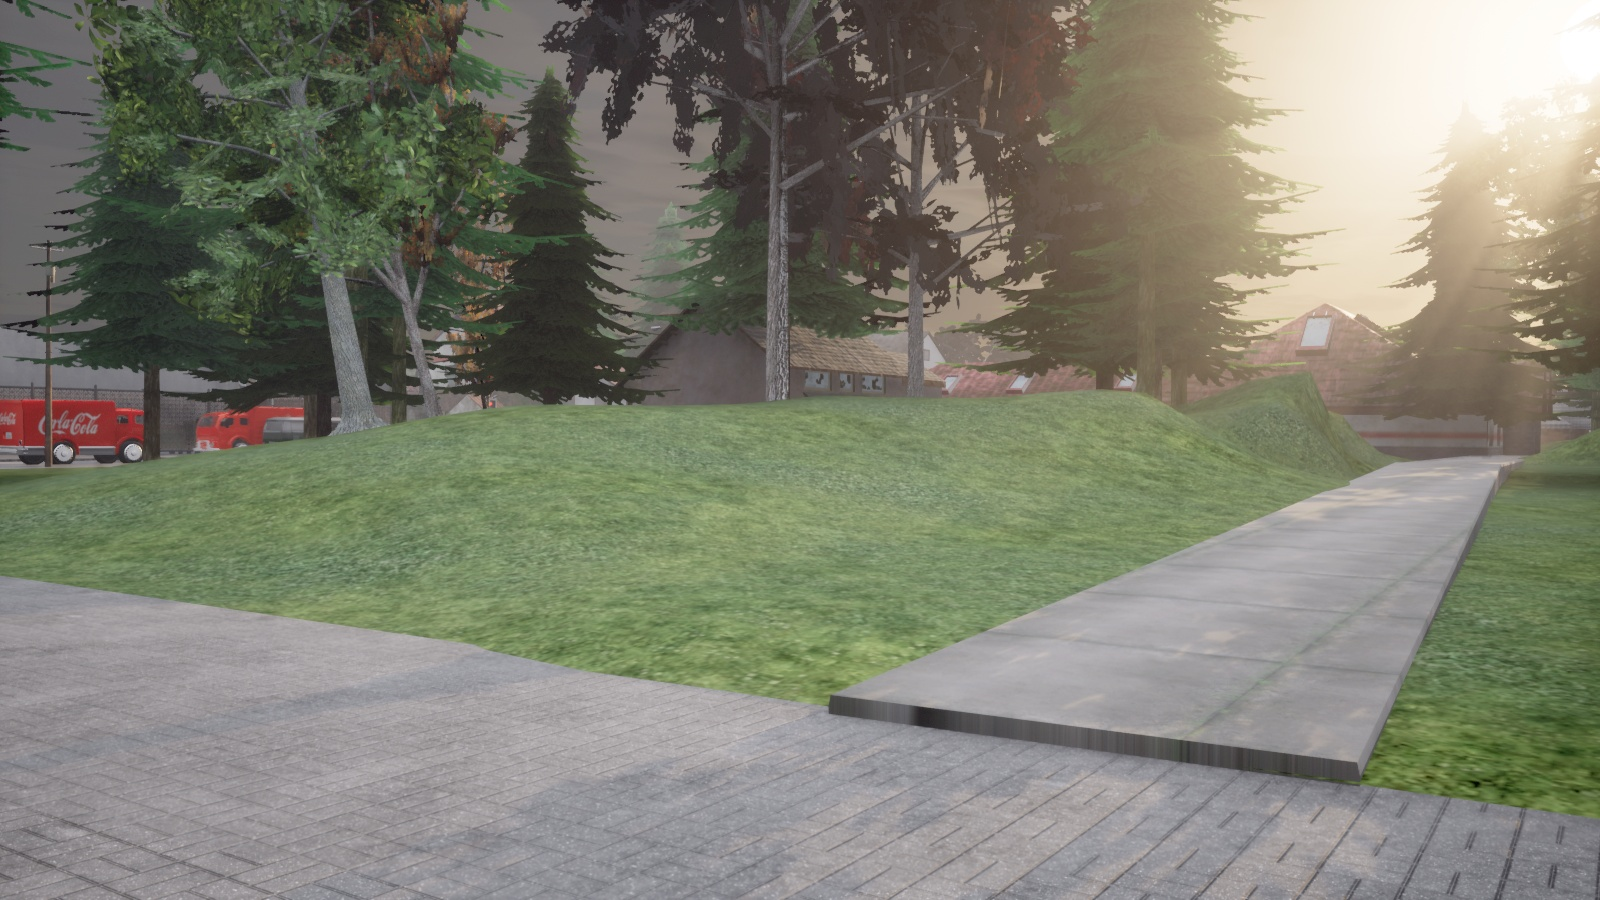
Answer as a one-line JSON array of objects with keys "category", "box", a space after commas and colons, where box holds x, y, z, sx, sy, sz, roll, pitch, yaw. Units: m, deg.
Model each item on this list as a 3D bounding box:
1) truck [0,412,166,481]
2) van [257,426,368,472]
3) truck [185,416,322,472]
[{"category": "truck", "box": [-27.380, -0.159, 47.754, 2.627, 2.467, 5.204, 0, 1, 34]}, {"category": "van", "box": [-21.763, -0.086, 56.213, 1.775, 1.987, 4.442, 0, 1, 33]}, {"category": "truck", "box": [-25.244, -0.322, 58.214, 2.627, 2.467, 5.204, 0, 1, 33]}]
